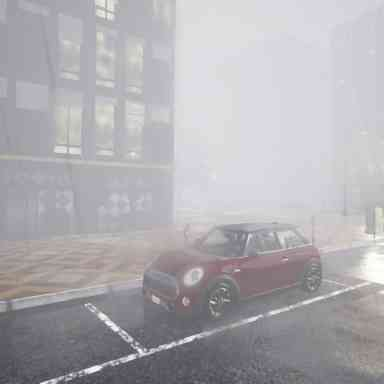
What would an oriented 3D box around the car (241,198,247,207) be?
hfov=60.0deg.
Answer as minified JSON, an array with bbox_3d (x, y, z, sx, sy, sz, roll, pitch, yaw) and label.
[{"bbox_3d":[7.881,1.725,56.133,1.967,1.590,4.097,1,-1,-35],"label":"car"}]

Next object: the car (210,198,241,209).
[{"bbox_3d":[4.327,1.677,46.662,2.008,1.369,4.403,1,-1,-35],"label":"car"}]

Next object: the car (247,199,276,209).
[{"bbox_3d":[11.164,1.799,51.509,1.887,1.381,4.507,1,-1,-35],"label":"car"}]

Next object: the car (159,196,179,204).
[{"bbox_3d":[-5.249,1.724,74.631,2.192,1.841,5.009,1,-1,-35],"label":"car"}]

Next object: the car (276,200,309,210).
[{"bbox_3d":[14.445,1.806,46.884,1.802,1.307,4.206,1,-1,-35],"label":"car"}]

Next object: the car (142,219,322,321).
[{"bbox_3d":[0.960,1.442,7.241,4.097,1.590,1.967,0,1,-36],"label":"car"}]

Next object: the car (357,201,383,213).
[{"bbox_3d":[21.011,1.730,37.637,1.947,1.339,4.313,1,-1,-35],"label":"car"}]

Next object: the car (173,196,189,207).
[{"bbox_3d":[-2.238,1.733,55.910,1.887,1.381,4.507,1,-1,-35],"label":"car"}]
